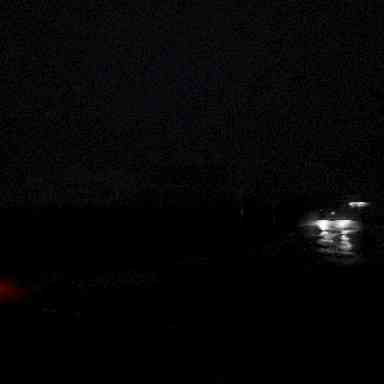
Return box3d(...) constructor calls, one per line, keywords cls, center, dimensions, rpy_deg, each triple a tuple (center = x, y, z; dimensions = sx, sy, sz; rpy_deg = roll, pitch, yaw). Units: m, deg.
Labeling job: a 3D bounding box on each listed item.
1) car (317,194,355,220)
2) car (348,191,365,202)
box3d(cls="car", center=(10.148, 1.157, 23.614), dimensions=(1.994, 1.385, 4.181), rpy_deg=(-3, 0, 28))
box3d(cls="car", center=(22.180, 0.590, 45.118), dimensions=(1.994, 1.385, 4.181), rpy_deg=(-3, 0, 32))
